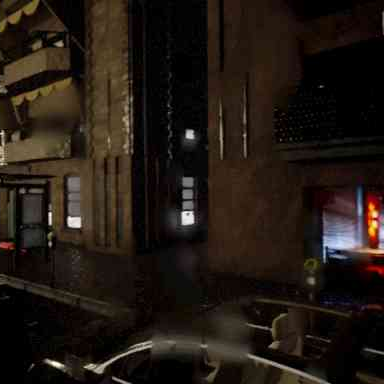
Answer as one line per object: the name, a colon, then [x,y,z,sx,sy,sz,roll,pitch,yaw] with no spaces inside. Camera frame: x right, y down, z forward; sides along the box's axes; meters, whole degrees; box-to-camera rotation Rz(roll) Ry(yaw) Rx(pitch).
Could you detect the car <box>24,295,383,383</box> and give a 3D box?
car: [0.404,1.562,2.588,4.403,1.369,2.008,-1,0,36]
